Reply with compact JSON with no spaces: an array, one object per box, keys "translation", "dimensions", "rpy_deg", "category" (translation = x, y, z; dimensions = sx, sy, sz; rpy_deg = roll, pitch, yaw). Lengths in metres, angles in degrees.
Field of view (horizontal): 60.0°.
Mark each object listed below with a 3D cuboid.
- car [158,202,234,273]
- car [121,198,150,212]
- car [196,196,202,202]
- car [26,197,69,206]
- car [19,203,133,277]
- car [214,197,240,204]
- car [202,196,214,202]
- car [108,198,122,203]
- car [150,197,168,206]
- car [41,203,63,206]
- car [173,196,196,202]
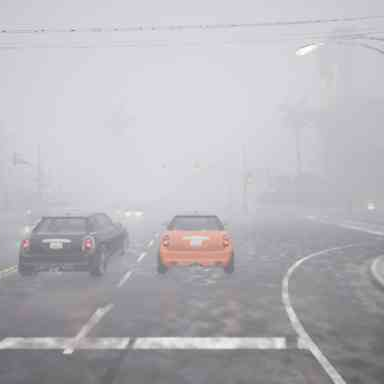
[{"translation":[0.106,1.378,10.931],"dimensions":[2.097,1.767,4.553],"rpy_deg":[0,0,0],"category":"car"},{"translation":[-6.735,1.662,40.234],"dimensions":[1.994,1.385,4.181],"rpy_deg":[0,0,4],"category":"car"},{"translation":[1.234,1.525,69.671],"dimensions":[2.097,1.767,4.553],"rpy_deg":[0,0,40],"category":"car"},{"translation":[-10.550,1.413,25.056],"dimensions":[2.097,1.767,4.553],"rpy_deg":[0,0,0],"category":"car"},{"translation":[-3.394,1.376,10.443],"dimensions":[2.097,1.767,4.553],"rpy_deg":[0,0,0],"category":"car"},{"translation":[7.349,1.708,65.762],"dimensions":[2.033,1.411,5.357],"rpy_deg":[0,0,43],"category":"car"},{"translation":[4.751,1.692,68.372],"dimensions":[1.812,1.442,4.674],"rpy_deg":[0,0,43],"category":"car"},{"translation":[-9.926,1.613,44.439],"dimensions":[1.837,1.490,4.892],"rpy_deg":[0,0,8],"category":"car"},{"translation":[-5.902,1.634,58.507],"dimensions":[2.128,1.511,4.902],"rpy_deg":[0,0,24],"category":"car"},{"translation":[-7.080,1.570,18.314],"dimensions":[1.812,1.442,4.674],"rpy_deg":[0,0,0],"category":"car"},{"translation":[-1.604,1.746,59.358],"dimensions":[1.895,1.301,4.718],"rpy_deg":[0,0,28],"category":"car"}]
